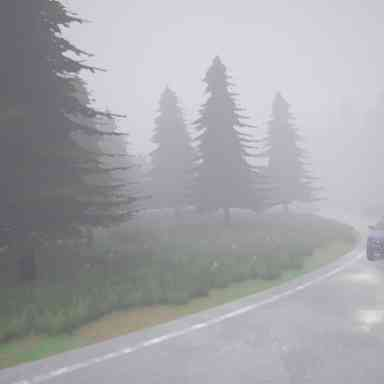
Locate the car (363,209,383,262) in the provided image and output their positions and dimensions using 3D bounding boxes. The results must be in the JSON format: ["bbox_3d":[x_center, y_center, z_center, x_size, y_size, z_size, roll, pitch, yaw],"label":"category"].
[{"bbox_3d":[7.711,1.595,12.193,1.882,1.535,5.008,-2,-2,34],"label":"car"}]

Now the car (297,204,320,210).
[{"bbox_3d":[18.910,2.365,54.625,1.882,1.535,5.008,-5,8,-14],"label":"car"}]

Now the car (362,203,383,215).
[{"bbox_3d":[20.114,1.986,36.406,2.128,1.511,4.902,-4,-2,13],"label":"car"}]
